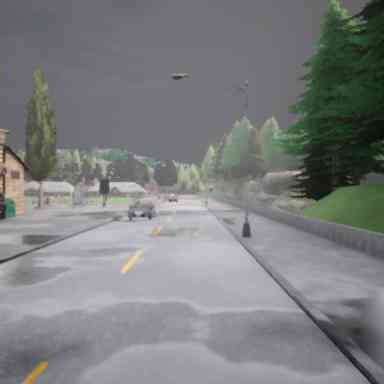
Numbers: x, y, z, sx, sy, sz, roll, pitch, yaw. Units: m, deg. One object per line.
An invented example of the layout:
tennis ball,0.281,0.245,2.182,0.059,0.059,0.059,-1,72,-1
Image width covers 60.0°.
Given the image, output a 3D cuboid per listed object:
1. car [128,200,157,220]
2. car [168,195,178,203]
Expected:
car,-4.072,1.477,27.792,2.128,1.511,4.902,0,0,0
car,-3.969,1.441,69.851,1.882,1.535,5.008,0,0,0
